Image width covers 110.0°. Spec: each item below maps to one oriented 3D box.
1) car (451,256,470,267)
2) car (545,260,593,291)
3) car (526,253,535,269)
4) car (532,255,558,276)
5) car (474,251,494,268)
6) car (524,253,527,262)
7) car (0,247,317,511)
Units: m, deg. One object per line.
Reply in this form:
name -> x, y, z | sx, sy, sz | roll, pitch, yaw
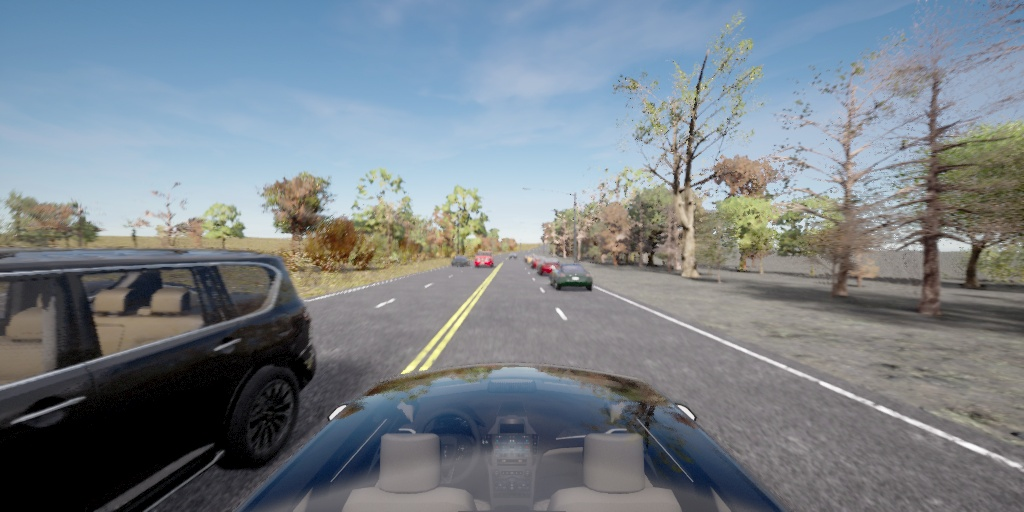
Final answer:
car -> -6.615, 0.663, 46.350 | 1.994, 1.385, 4.181 | 0, 1, 0
car -> 3.231, 1.096, 20.215 | 1.994, 1.385, 4.181 | 0, 0, 0
car -> 3.209, 0.720, 42.244 | 2.163, 1.488, 4.792 | 1, 1, 0
car -> 3.234, 0.870, 31.239 | 2.163, 1.488, 4.792 | 1, 1, 0
car -> -3.348, 0.392, 43.869 | 2.150, 2.045, 5.566 | 1, 1, 0
car -> 3.200, 0.508, 53.392 | 1.801, 1.575, 5.366 | 1, 0, 0
car -> -3.336, 0.960, 1.891 | 2.150, 2.045, 5.566 | 0, 1, 0
